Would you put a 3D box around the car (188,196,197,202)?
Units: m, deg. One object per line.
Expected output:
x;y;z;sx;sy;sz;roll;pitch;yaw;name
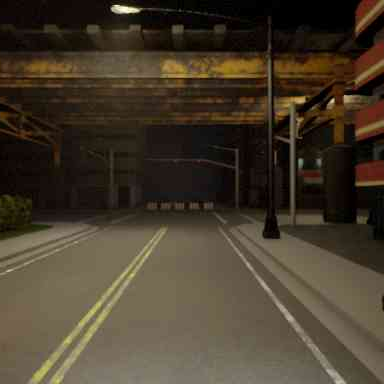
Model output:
0.156;1.513;74.123;1.853;1.218;4.536;0;0;0;car

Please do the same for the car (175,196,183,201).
-3.274;1.539;82.646;1.853;1.218;4.536;0;0;0;car

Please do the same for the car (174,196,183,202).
-3.274;1.696;82.593;2.038;1.542;4.974;0;0;0;car

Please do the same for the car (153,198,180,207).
-3.617;1.436;47.830;1.853;1.218;4.536;0;0;25;car

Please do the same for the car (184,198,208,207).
0.504;1.435;47.523;1.853;1.218;4.536;0;0;-20;car

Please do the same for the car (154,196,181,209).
-3.638;1.594;47.782;2.038;1.542;4.974;0;0;25;car

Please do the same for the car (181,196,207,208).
0.522;1.593;47.474;2.038;1.542;4.974;0;0;-20;car

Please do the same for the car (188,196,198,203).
0.157;1.671;74.071;2.038;1.542;4.974;0;0;0;car
